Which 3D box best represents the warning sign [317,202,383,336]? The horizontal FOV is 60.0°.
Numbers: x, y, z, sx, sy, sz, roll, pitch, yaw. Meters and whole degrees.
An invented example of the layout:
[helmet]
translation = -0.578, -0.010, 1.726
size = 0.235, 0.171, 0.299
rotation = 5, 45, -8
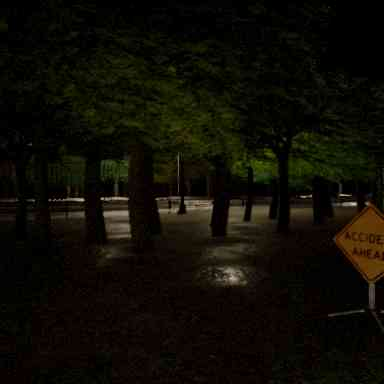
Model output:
[warning sign]
translation = 2.919, 1.118, 5.396
size = 1.060, 1.860, 1.300
rotation = 0, 1, -36
